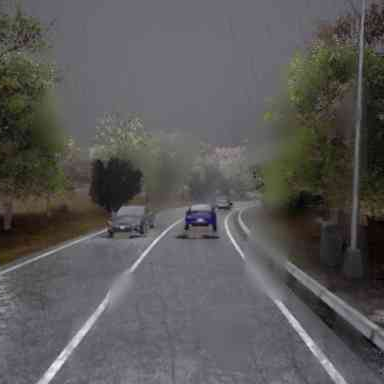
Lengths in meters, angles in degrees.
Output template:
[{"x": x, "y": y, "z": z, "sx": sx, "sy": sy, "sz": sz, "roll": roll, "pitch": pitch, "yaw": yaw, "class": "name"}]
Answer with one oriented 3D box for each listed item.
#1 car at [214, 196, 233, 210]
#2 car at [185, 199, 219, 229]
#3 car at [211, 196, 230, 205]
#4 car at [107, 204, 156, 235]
[{"x": 4.094, "y": 1.559, "z": 42.628, "sx": 1.994, "sy": 1.385, "sz": 4.181, "roll": 1, "pitch": 0, "yaw": 13, "class": "car"}, {"x": 0.650, "y": 1.454, "z": 21.348, "sx": 1.882, "sy": 1.535, "sz": 5.008, "roll": 0, "pitch": 0, "yaw": 4, "class": "car"}, {"x": 5.011, "y": 1.430, "z": 58.183, "sx": 2.128, "sy": 1.511, "sz": 4.902, "roll": 2, "pitch": 0, "yaw": 21, "class": "car"}, {"x": -3.220, "y": 1.465, "z": 18.486, "sx": 1.837, "sy": 1.490, "sz": 4.892, "roll": 0, "pitch": 0, "yaw": 4, "class": "car"}]
